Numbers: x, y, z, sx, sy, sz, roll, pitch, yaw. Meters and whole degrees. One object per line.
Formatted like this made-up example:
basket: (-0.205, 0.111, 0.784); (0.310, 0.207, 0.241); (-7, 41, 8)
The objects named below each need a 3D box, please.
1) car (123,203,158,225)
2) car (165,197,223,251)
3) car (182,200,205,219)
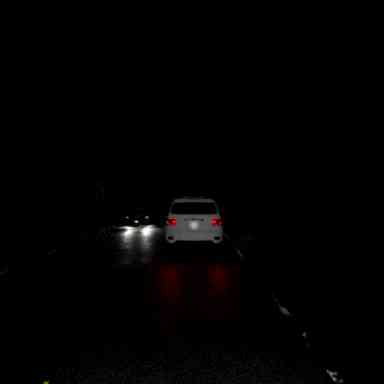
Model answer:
car: (-3.568, 1.544, 24.133); (2.033, 1.411, 5.357); (0, 0, 0)
car: (0.084, 1.220, 14.236); (2.150, 2.045, 5.566); (0, 0, 0)
car: (0.203, 1.496, 30.499); (1.837, 1.490, 4.892); (0, 0, 3)
